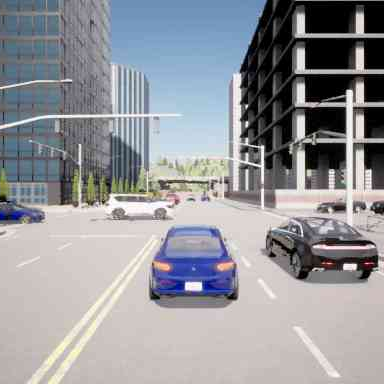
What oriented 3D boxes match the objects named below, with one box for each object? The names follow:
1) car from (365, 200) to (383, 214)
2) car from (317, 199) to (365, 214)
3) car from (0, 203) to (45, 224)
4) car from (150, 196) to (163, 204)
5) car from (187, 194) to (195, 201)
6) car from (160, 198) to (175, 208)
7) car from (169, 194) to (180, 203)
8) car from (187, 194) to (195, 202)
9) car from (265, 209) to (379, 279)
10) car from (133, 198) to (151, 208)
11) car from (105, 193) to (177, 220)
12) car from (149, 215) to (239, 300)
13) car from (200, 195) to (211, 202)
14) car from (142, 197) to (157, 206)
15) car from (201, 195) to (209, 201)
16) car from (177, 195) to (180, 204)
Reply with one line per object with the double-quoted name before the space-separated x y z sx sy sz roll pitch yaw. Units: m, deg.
"car" 19.762 1.166 31.100 5.566 2.045 2.150 0 0 0
"car" 15.516 1.436 34.589 4.902 1.511 2.128 0 0 0
"car" -12.862 1.479 23.474 4.674 1.442 1.812 0 0 -1
"car" -7.150 1.547 67.572 2.033 1.411 5.357 0 0 0
"car" -0.169 1.339 86.913 2.097 1.767 4.553 0 0 0
"car" -3.694 1.601 50.311 1.895 1.301 4.718 0 0 0
"car" -3.636 1.355 70.075 2.097 1.767 4.553 0 0 0
"car" -0.152 1.593 78.210 1.895 1.301 4.718 0 0 0
"car" 3.560 1.492 9.996 2.128 1.511 4.902 0 0 -1
"car" -7.189 1.564 48.183 1.994 1.385 4.181 0 0 0
"car" -4.220 1.191 27.116 5.566 2.045 2.150 0 0 -1
"car" 0.044 1.526 8.273 1.812 1.442 4.674 0 0 0
"car" 3.349 1.522 77.874 1.812 1.442 4.674 0 0 0
"car" -7.197 1.601 56.943 1.895 1.301 4.718 0 0 0
"car" 3.331 1.483 86.949 1.837 1.490 4.892 0 0 0
"car" -3.692 1.221 60.085 2.150 2.045 5.566 0 0 0
